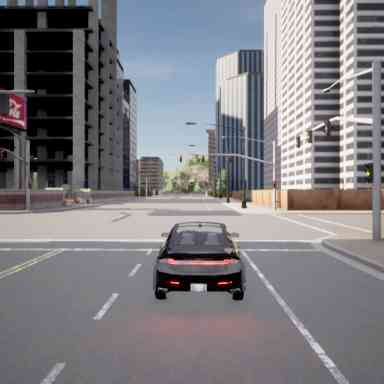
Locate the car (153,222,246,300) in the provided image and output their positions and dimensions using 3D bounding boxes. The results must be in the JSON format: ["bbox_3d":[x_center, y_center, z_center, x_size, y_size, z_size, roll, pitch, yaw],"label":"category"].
[{"bbox_3d":[0.199,1.491,8.365,2.128,1.511,4.902,0,0,2],"label":"car"}]
